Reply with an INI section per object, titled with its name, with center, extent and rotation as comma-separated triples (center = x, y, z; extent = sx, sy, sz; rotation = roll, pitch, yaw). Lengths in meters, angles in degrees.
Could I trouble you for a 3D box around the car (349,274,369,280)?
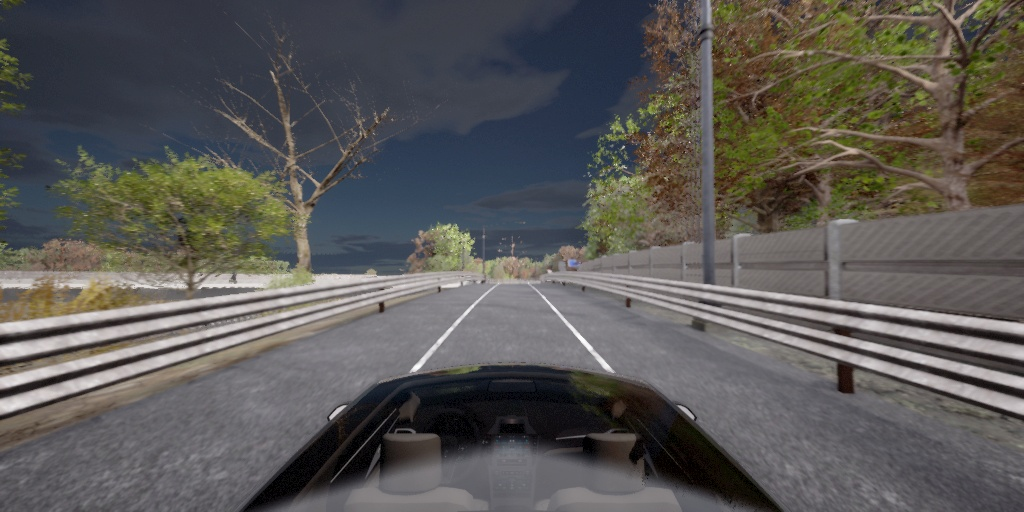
[car]
center = -23.349, 3.671, 57.791
extent = 5.357, 1.411, 2.033
rotation = 3, -6, -37
